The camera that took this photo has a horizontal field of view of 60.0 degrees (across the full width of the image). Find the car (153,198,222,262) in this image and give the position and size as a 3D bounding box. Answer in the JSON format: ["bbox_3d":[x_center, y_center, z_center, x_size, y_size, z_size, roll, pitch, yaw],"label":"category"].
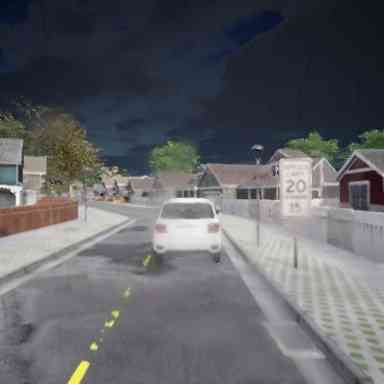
[{"bbox_3d":[-0.140,1.235,12.342,2.150,2.045,5.566,0,0,0],"label":"car"}]
